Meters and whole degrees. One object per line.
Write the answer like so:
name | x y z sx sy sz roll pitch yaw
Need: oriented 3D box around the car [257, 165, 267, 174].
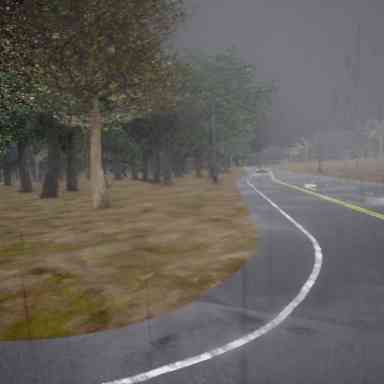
car | 14.525 -4.710 69.053 2.097 1.767 4.553 -1 5 12
